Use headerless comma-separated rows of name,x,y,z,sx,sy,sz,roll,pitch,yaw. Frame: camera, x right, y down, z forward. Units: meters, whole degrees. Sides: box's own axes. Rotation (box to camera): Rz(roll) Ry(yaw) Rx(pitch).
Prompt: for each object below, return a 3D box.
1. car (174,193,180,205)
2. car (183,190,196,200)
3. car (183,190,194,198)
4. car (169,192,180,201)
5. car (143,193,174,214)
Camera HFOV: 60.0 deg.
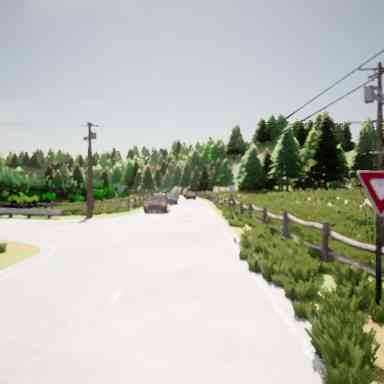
car,-3.038,0.889,45.938,2.097,1.767,4.553,0,1,1
car,-0.171,0.836,65.766,1.837,1.490,4.892,0,1,-4
car,-0.842,0.419,75.790,2.097,1.767,4.553,0,1,-5
car,-3.240,0.844,62.849,1.882,1.535,5.008,0,0,-2
car,-3.213,1.039,31.182,2.097,1.767,4.553,0,1,2
